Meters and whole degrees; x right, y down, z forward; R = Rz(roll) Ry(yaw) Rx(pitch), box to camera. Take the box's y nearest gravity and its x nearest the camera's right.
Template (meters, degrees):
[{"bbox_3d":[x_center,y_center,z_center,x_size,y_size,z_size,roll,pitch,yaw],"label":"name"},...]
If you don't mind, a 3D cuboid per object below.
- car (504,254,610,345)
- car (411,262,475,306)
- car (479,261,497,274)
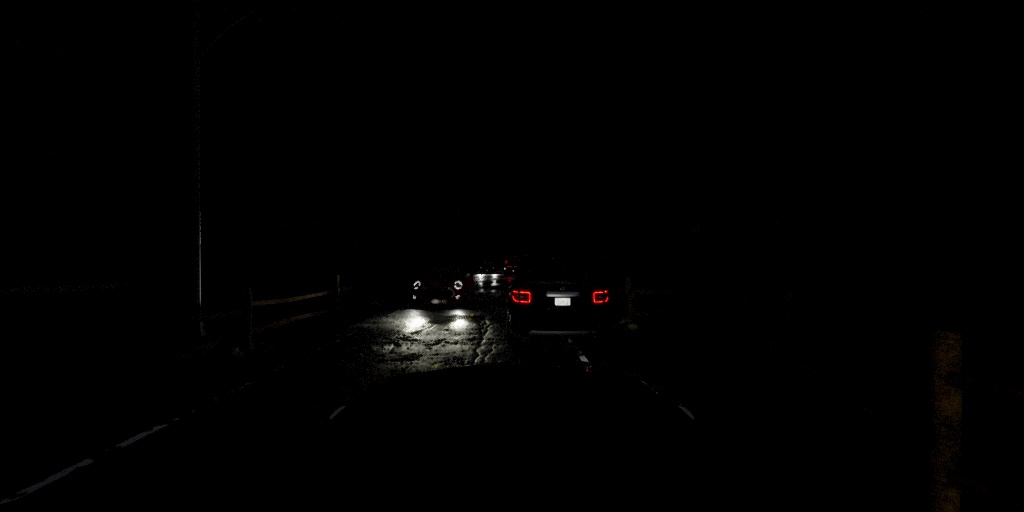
[{"bbox_3d":[0.978,0.972,9.582,2.150,2.045,5.566,0,0,0],"label":"car"},{"bbox_3d":[-2.827,1.100,15.507,2.097,1.767,4.553,0,0,0],"label":"car"},{"bbox_3d":[-2.690,1.282,40.898,1.812,1.442,4.674,0,0,0],"label":"car"}]
